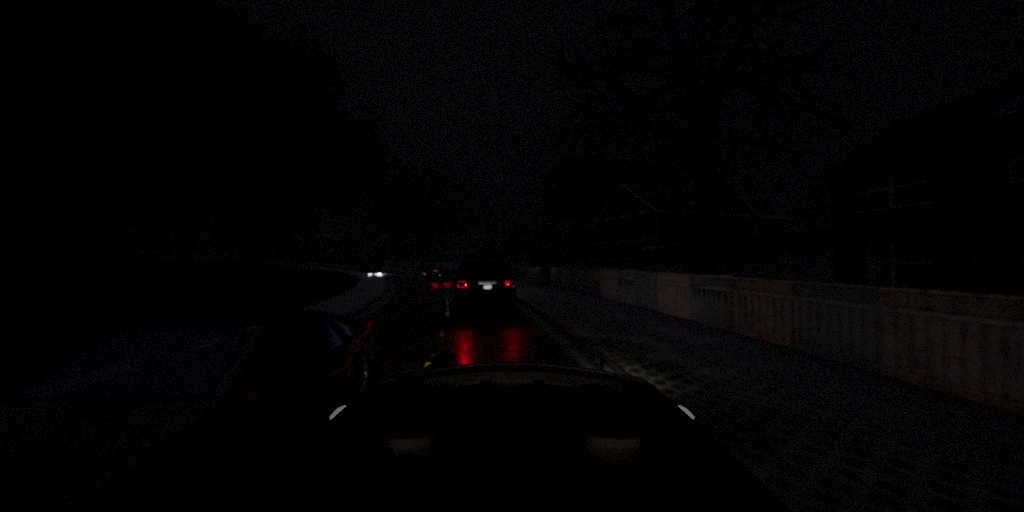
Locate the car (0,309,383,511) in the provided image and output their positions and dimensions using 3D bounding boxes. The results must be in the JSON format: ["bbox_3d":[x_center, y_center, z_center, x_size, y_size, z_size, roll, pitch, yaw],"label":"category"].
[{"bbox_3d":[-2.990,1.328,3.763,2.033,1.411,5.357,0,-1,-2],"label":"car"}]

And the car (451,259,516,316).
[{"bbox_3d":[-1.252,1.122,14.396,2.150,2.045,5.566,0,0,-10],"label":"car"}]

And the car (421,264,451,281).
[{"bbox_3d":[-7.437,1.531,34.360,2.128,1.511,4.902,1,0,-24],"label":"car"}]

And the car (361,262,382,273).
[{"bbox_3d":[-19.163,1.574,48.892,1.994,1.385,4.181,1,0,-37],"label":"car"}]
